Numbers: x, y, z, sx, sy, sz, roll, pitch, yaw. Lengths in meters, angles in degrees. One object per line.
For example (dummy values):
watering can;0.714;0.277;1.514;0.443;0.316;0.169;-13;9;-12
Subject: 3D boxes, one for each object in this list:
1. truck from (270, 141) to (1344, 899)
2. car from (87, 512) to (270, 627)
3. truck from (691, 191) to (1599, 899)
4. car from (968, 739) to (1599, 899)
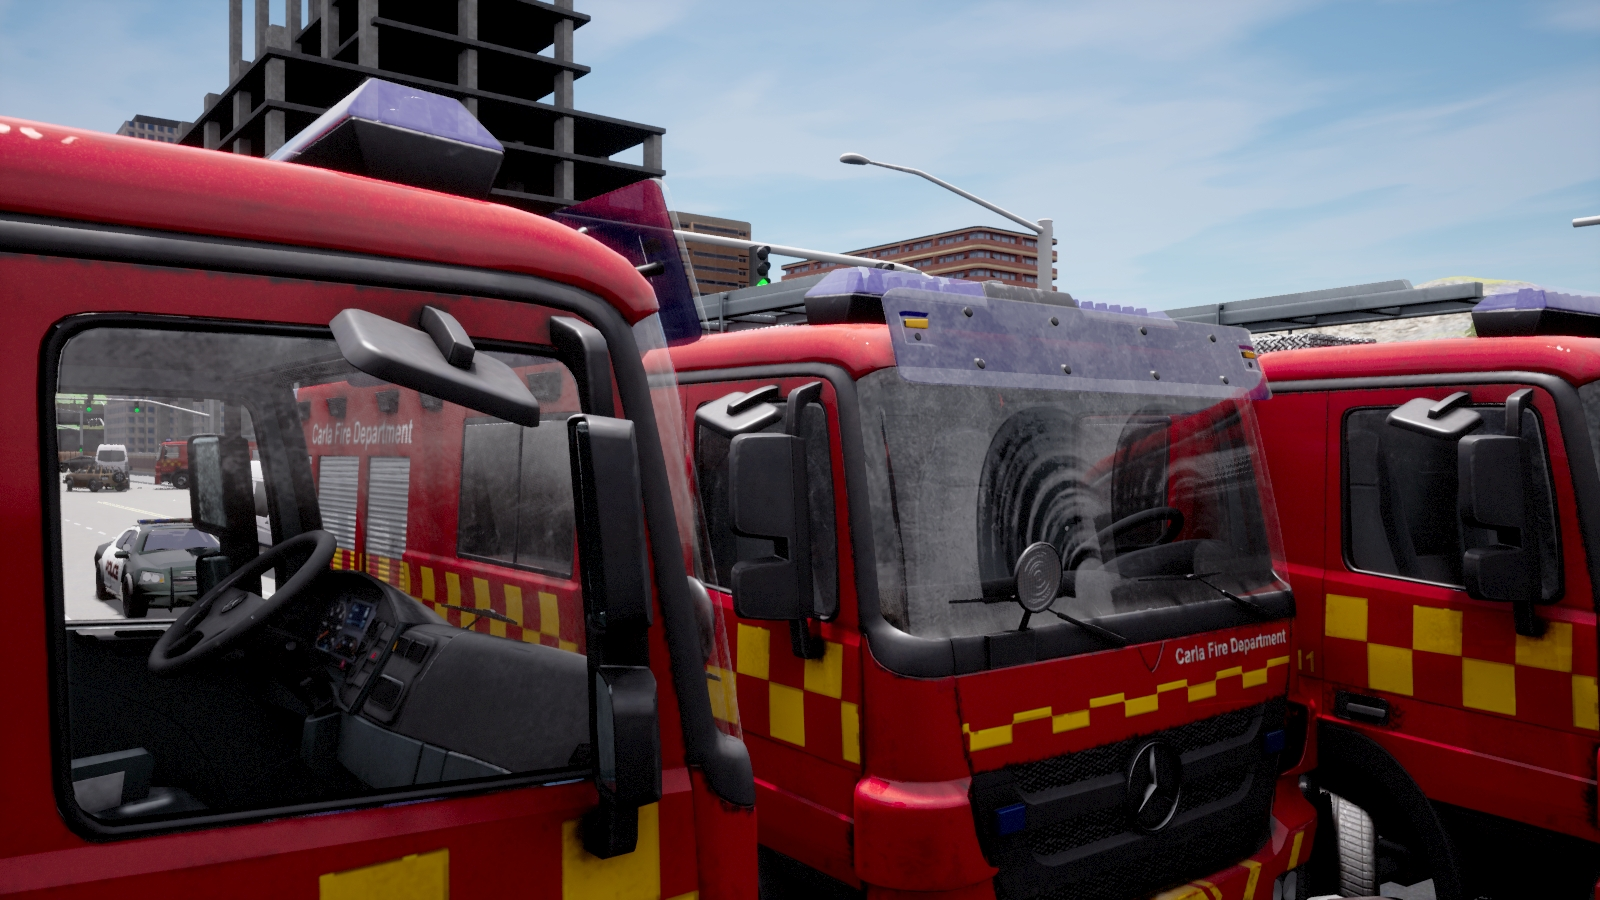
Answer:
truck;-1.099;0.890;8.003;2.891;3.827;8.468;0;0;-38
car;-11.386;2.037;20.746;2.038;1.542;4.974;0;0;-39
truck;2.348;0.890;8.605;2.891;3.827;8.468;0;0;-31
car;2.437;2.065;3.109;1.970;1.475;3.806;0;0;-30
